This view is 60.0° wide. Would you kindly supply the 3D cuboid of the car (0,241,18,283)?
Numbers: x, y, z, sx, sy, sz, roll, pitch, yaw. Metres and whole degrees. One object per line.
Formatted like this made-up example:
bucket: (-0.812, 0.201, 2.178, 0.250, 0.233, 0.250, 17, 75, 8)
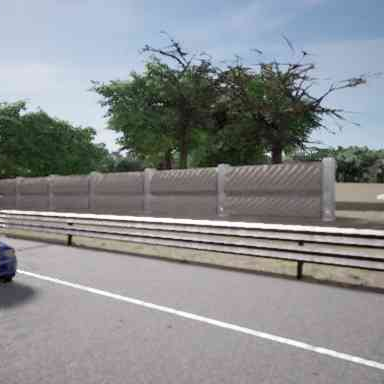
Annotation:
car: (-6.266, 1.583, 8.529, 4.674, 1.442, 1.812, -1, 0, 36)
